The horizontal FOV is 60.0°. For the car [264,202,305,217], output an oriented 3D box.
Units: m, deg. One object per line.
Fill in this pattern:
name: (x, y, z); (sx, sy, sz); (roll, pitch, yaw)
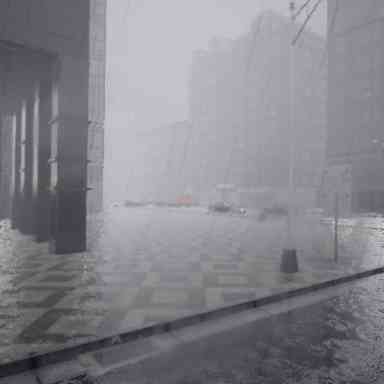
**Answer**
car: (9.192, 1.777, 33.706); (1.812, 1.442, 4.674); (1, -1, -36)

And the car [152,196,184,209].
car: (-3.832, 1.773, 51.834); (1.882, 1.535, 5.008); (1, -1, -35)

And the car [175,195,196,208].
car: (-2.218, 1.579, 55.339); (2.150, 2.045, 5.566); (1, -1, -35)

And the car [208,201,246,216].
car: (3.720, 1.696, 35.739); (2.128, 1.511, 4.902); (1, -1, -36)

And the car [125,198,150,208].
car: (-9.206, 1.727, 53.803); (1.882, 1.535, 5.008); (1, -1, -35)

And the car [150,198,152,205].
car: (-8.450, 1.902, 63.886); (1.812, 1.442, 4.674); (1, -1, -36)

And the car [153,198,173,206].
car: (-5.815, 1.997, 65.787); (1.994, 1.385, 4.181); (1, -1, -36)

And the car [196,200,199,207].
car: (-0.733, 1.921, 58.807); (1.837, 1.490, 4.892); (1, -1, -35)
